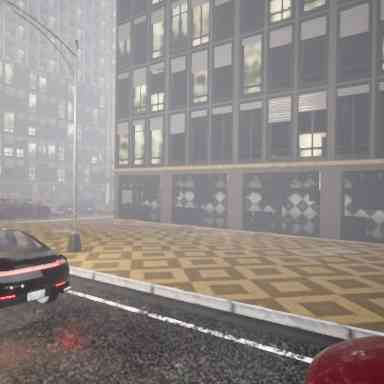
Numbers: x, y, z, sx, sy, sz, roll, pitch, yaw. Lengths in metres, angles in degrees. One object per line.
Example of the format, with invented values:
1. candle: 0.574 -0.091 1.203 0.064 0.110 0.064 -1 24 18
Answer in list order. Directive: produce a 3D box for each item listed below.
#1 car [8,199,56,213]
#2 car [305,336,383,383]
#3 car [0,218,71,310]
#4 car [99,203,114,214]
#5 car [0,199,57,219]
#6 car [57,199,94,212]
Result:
1. car: -19.046 1.640 39.817 1.752 1.417 4.829 1 0 36
2. car: 2.937 1.526 1.602 4.674 1.442 1.812 0 0 35
3. car: -4.550 1.488 6.902 4.902 1.511 2.128 0 0 35
4. car: -8.751 1.828 39.672 1.752 1.417 4.829 1 0 36
5. car: -15.532 1.517 30.448 2.192 1.841 5.009 1 0 36
6. car: -14.562 1.698 41.526 1.837 1.490 4.892 1 0 36
